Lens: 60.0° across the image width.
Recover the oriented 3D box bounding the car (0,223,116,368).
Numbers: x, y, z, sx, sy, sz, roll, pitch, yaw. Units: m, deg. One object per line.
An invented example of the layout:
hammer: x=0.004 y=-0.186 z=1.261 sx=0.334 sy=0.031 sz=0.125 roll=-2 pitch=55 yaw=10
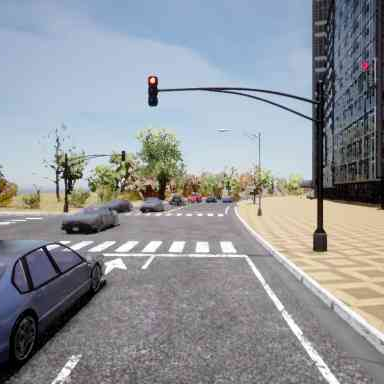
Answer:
car: x=-3.035 y=1.547 z=5.698 sx=2.033 sy=1.411 sz=5.357 roll=0 pitch=0 yaw=1

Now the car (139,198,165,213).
car: x=-4.380 y=1.547 z=37.351 sx=2.033 sy=1.411 sz=5.357 roll=0 pitch=0 yaw=6

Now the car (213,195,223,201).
car: x=6.336 y=1.392 z=80.514 sx=1.812 sy=1.442 sz=4.674 roll=0 pitch=0 yaw=14

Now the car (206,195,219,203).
car: x=4.214 y=1.559 z=70.807 sx=1.994 sy=1.385 sz=4.181 roll=0 pitch=0 yaw=12

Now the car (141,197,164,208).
car: x=-5.943 y=1.548 z=50.778 sx=2.033 sy=1.411 sz=5.357 roll=0 pitch=0 yaw=8

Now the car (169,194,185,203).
car: x=-3.023 y=1.357 z=67.760 sx=2.097 sy=1.767 sz=4.553 roll=0 pitch=0 yaw=11

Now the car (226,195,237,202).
car: x=9.646 y=1.545 z=80.386 sx=2.128 sy=1.511 sz=4.902 roll=0 pitch=0 yaw=14

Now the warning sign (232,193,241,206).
warning sign: x=6.476 y=1.122 z=48.236 sx=1.300 sy=1.860 sz=1.060 roll=0 pitch=0 yaw=8

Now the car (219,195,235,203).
car: x=7.492 y=1.561 z=70.085 sx=2.033 sy=1.411 sz=5.357 roll=0 pitch=0 yaw=12

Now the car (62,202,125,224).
car: x=-5.887 y=1.545 z=19.955 sx=2.033 sy=1.411 sz=5.357 roll=0 pitch=0 yaw=4

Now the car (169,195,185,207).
car: x=-2.334 y=1.509 z=52.850 sx=1.837 sy=1.490 sz=4.892 roll=0 pitch=0 yaw=9

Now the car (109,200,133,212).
car: x=-8.139 y=1.545 z=36.178 sx=2.033 sy=1.411 sz=5.357 roll=0 pitch=0 yaw=12

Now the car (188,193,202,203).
car: x=0.643 y=1.231 z=69.577 sx=2.150 sy=2.045 sz=5.566 roll=0 pitch=0 yaw=11
